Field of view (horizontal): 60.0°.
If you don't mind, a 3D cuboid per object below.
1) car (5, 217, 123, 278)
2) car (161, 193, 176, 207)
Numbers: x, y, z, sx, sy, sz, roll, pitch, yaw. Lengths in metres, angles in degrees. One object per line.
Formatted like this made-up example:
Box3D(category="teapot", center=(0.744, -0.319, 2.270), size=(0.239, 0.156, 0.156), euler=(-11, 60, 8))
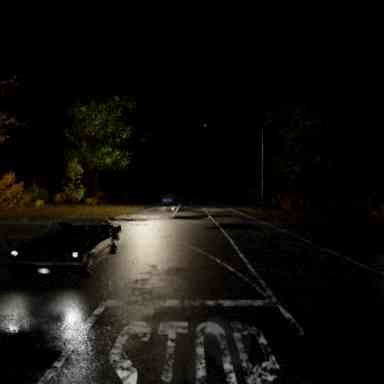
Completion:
Box3D(category="car", center=(-3.485, 1.494, 10.020), size=(1.895, 1.301, 4.718), euler=(1, 1, 0))
Box3D(category="car", center=(-3.772, 1.245, 53.554), size=(2.150, 2.045, 5.566), euler=(0, 0, -1))
